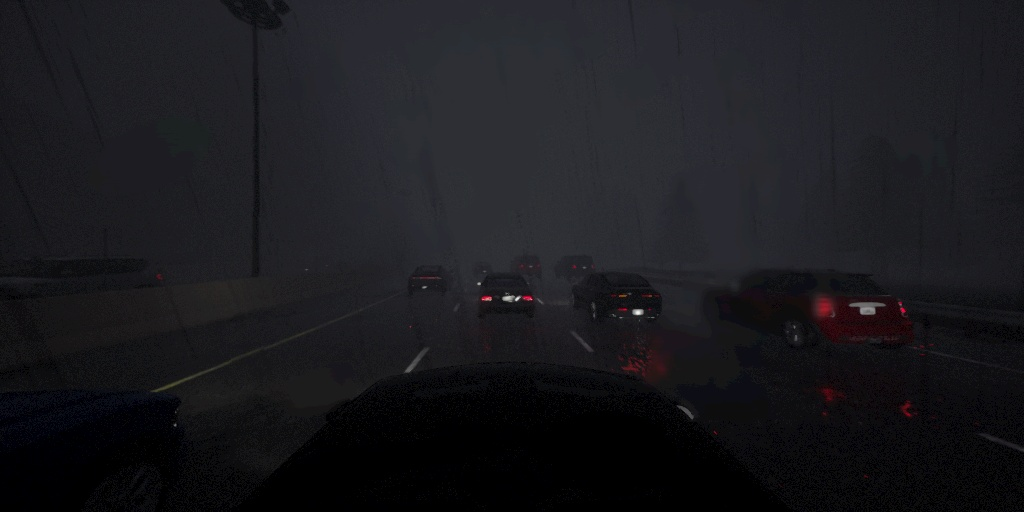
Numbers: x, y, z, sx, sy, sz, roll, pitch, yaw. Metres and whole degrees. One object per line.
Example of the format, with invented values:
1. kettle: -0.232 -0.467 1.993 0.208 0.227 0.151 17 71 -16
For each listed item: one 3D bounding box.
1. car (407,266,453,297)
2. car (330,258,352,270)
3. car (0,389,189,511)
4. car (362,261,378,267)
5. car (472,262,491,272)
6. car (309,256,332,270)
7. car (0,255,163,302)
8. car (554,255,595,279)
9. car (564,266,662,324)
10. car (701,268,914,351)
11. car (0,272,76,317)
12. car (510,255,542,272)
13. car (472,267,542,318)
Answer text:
1. car: -4.272 1.249 19.111 2.128 1.511 4.902 0 0 -5
2. car: -24.582 1.390 52.118 1.895 1.301 4.718 0 0 -15
3. car: -3.440 1.233 0.701 1.882 1.535 5.008 0 0 0
4. car: -21.570 1.385 54.372 1.895 1.301 4.718 0 0 -15
5. car: -3.020 1.281 36.389 1.812 1.442 4.674 0 0 -10
6. car: -29.209 1.018 55.663 2.150 2.045 5.566 0 0 -16
7. car: -14.428 0.994 11.454 2.150 2.045 5.566 0 0 -3
8. car: 5.112 0.964 29.745 2.150 2.045 5.566 0 0 -8
9. car: 3.242 1.250 11.999 1.837 1.490 4.892 0 0 -3
10. car: 6.873 1.092 9.124 2.097 1.767 4.553 0 0 -2
11. car: -17.906 1.325 11.285 2.033 1.411 5.357 0 0 -3
12. car: 1.173 0.970 32.593 2.150 2.045 5.566 0 0 -9
13. car: -0.287 1.298 13.013 2.033 1.411 5.357 0 0 -3
